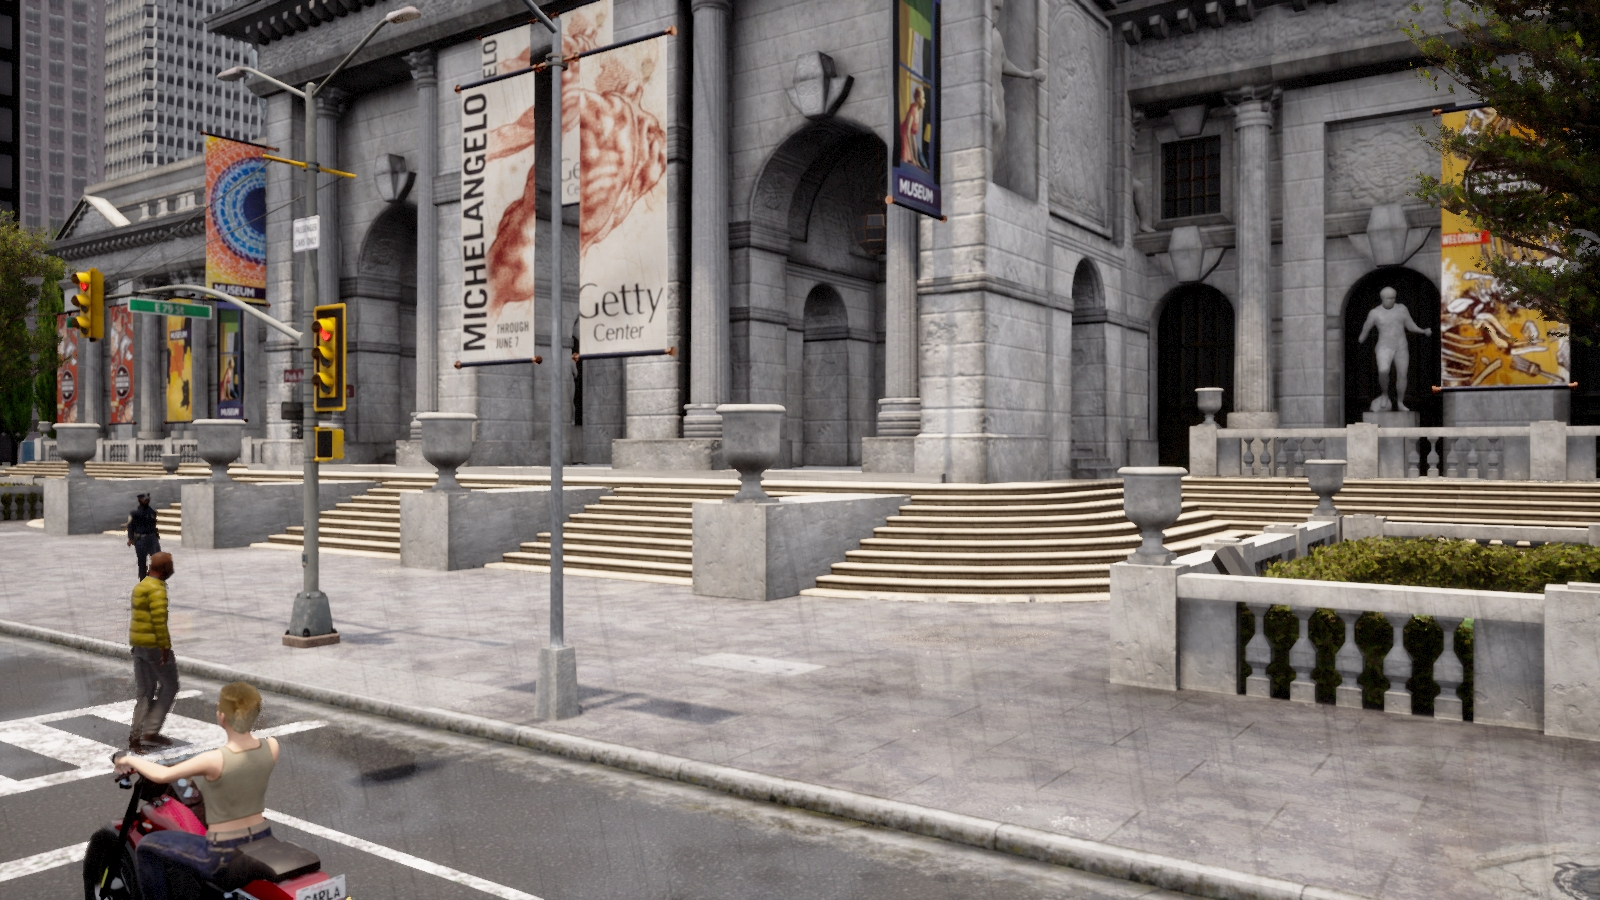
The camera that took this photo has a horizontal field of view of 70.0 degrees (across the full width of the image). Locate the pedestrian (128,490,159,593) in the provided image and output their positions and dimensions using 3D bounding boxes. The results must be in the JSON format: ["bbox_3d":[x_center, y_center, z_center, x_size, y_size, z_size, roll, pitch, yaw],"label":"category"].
[{"bbox_3d":[-12.178,1.687,21.192,0.375,1.860,0.375,0,0,39],"label":"pedestrian"}]

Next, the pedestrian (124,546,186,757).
[{"bbox_3d":[-5.984,1.844,10.593,0.375,1.860,0.375,0,0,35],"label":"pedestrian"}]

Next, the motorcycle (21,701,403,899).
[{"bbox_3d":[-3.134,2.167,5.972,2.356,1.277,0.764,0,0,35],"label":"motorcycle"}]
